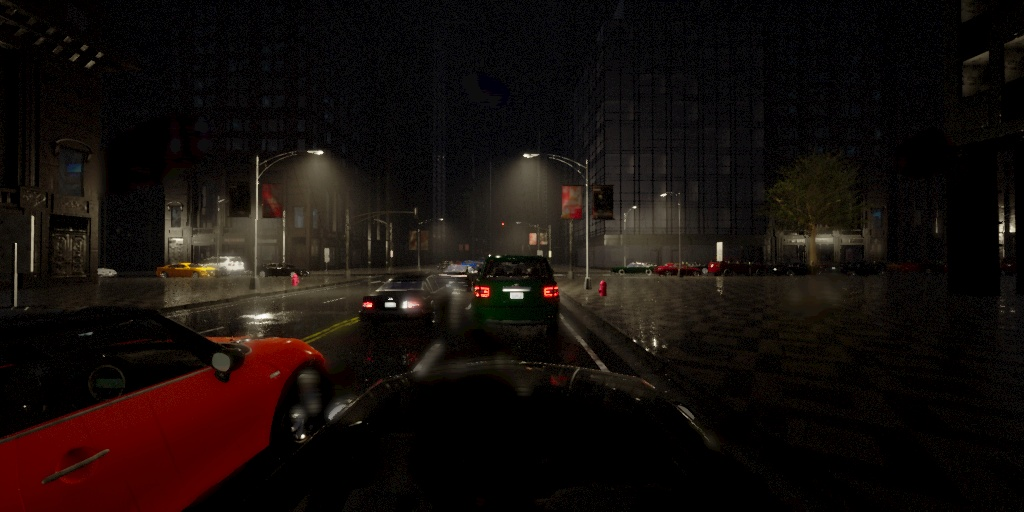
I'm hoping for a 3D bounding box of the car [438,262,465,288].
[{"bbox_3d":[-3.123,1.280,21.462,2.128,1.511,4.902,0,0,0],"label":"car"}]

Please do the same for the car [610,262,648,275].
[{"bbox_3d":[13.210,1.422,39.088,4.718,1.301,1.895,0,-1,0],"label":"car"}]

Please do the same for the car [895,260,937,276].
[{"bbox_3d":[42.567,1.179,36.352,5.008,1.535,1.882,0,-1,0],"label":"car"}]

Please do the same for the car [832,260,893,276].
[{"bbox_3d":[32.280,1.259,33.578,4.313,1.339,1.948,0,0,-1],"label":"car"}]

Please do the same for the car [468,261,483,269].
[{"bbox_3d":[-6.458,1.599,64.043,2.033,1.411,5.357,0,0,1],"label":"car"}]

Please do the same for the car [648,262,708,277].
[{"bbox_3d":[15.366,1.327,33.342,4.207,1.307,1.802,0,0,-1],"label":"car"}]

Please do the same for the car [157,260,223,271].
[{"bbox_3d":[-32.075,1.448,35.456,5.008,1.535,1.882,0,-1,0],"label":"car"}]

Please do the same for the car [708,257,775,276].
[{"bbox_3d":[21.005,1.041,33.421,5.009,1.841,2.192,0,0,-1],"label":"car"}]

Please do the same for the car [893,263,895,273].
[{"bbox_3d":[38.281,1.237,39.413,4.902,1.511,2.128,0,-1,-1],"label":"car"}]

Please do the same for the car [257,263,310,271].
[{"bbox_3d":[-22.559,1.432,35.430,4.892,1.490,1.837,0,-1,0],"label":"car"}]

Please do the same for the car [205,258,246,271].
[{"bbox_3d":[-31.932,1.229,38.651,5.566,2.045,2.150,0,-1,0],"label":"car"}]

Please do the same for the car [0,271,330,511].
[{"bbox_3d":[-3.146,1.102,2.313,2.097,1.767,4.553,0,0,0],"label":"car"}]

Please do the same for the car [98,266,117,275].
[{"bbox_3d":[-42.074,1.542,35.483,4.674,1.442,1.812,0,-1,0],"label":"car"}]

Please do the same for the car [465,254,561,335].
[{"bbox_3d":[0.114,0.979,10.641,2.150,2.045,5.566,0,0,0],"label":"car"}]

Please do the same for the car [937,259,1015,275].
[{"bbox_3d":[43.556,1.213,33.735,4.507,1.381,1.888,0,0,-1],"label":"car"}]

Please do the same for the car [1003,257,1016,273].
[{"bbox_3d":[49.195,0.972,33.814,5.009,1.841,2.192,0,0,-1],"label":"car"}]

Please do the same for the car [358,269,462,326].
[{"bbox_3d":[-3.121,1.307,11.725,2.033,1.411,5.357,0,0,0],"label":"car"}]

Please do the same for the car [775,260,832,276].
[{"bbox_3d":[26.642,1.275,33.499,4.313,1.339,1.948,0,0,-1],"label":"car"}]
